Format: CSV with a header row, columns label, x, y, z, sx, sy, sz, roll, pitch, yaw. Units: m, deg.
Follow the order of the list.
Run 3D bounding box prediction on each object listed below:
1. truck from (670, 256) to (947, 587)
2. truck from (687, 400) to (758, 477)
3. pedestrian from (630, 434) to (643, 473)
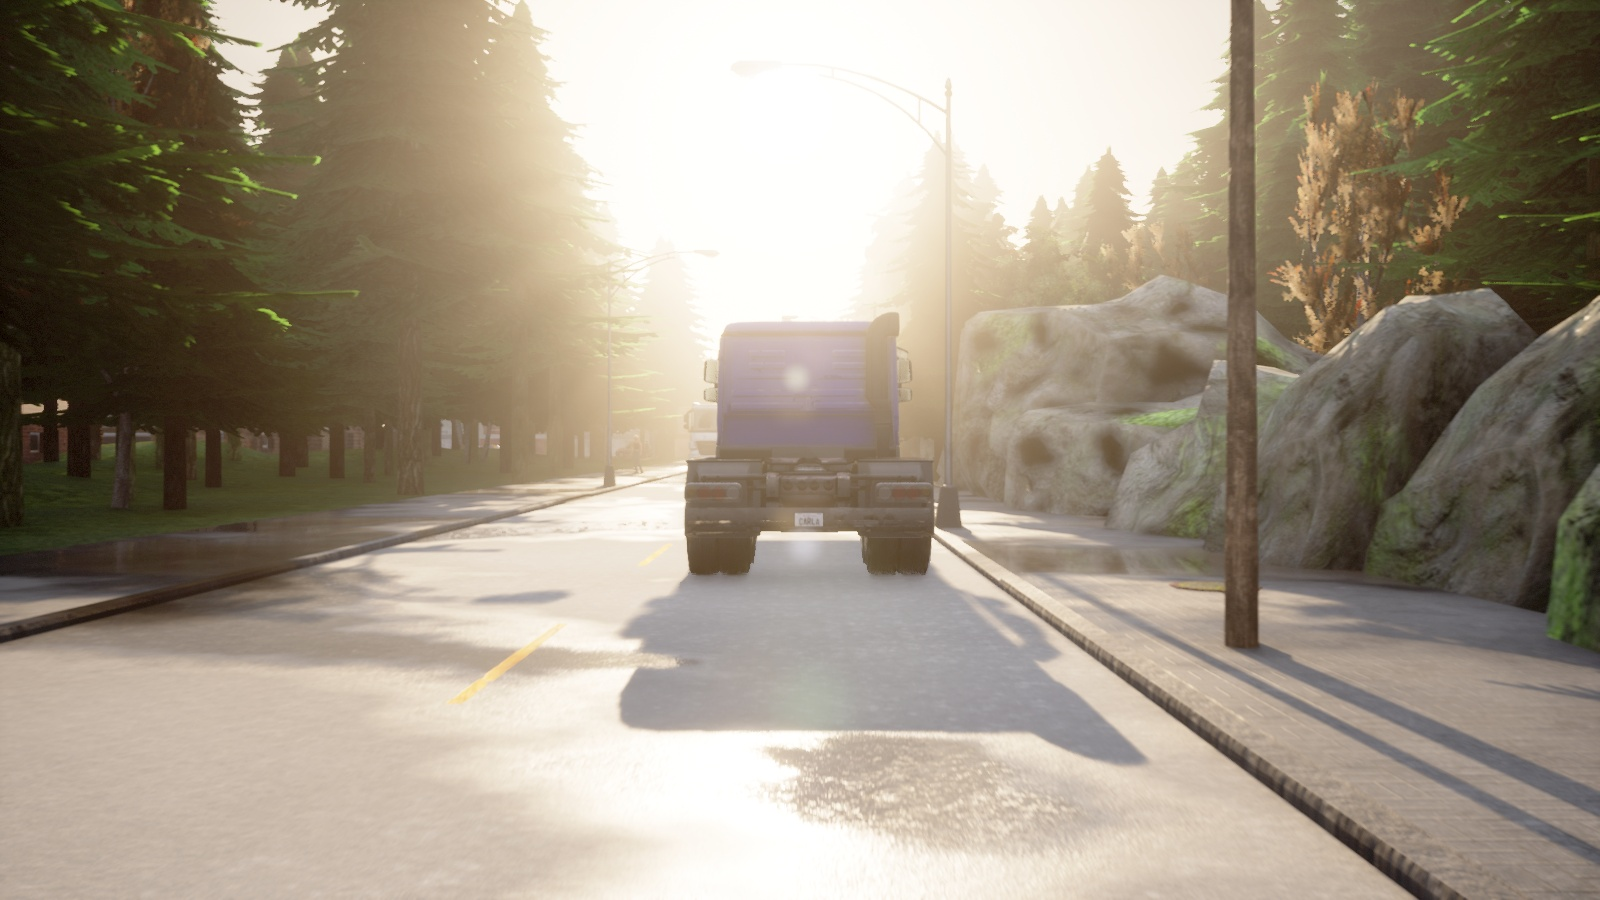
label,x,y,z,sx,sy,sz,roll,pitch,yaw
truck,0.112,-0.316,17.091,2.891,3.462,7.936,0,0,0
truck,-3.644,-0.526,60.729,2.891,3.462,7.936,0,0,0
pedestrian,-7.682,0.171,59.030,0.345,1.836,0.594,0,0,27
